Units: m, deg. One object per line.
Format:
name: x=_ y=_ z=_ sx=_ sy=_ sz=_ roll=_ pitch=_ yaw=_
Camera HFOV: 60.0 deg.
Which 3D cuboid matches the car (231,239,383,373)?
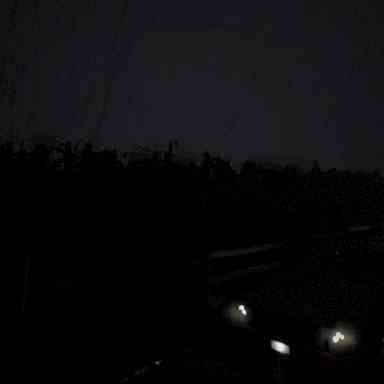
car: x=3.052 y=1.626 z=6.149 sx=5.357 sy=1.411 sz=2.033 roll=0 pitch=-1 yaw=-44
